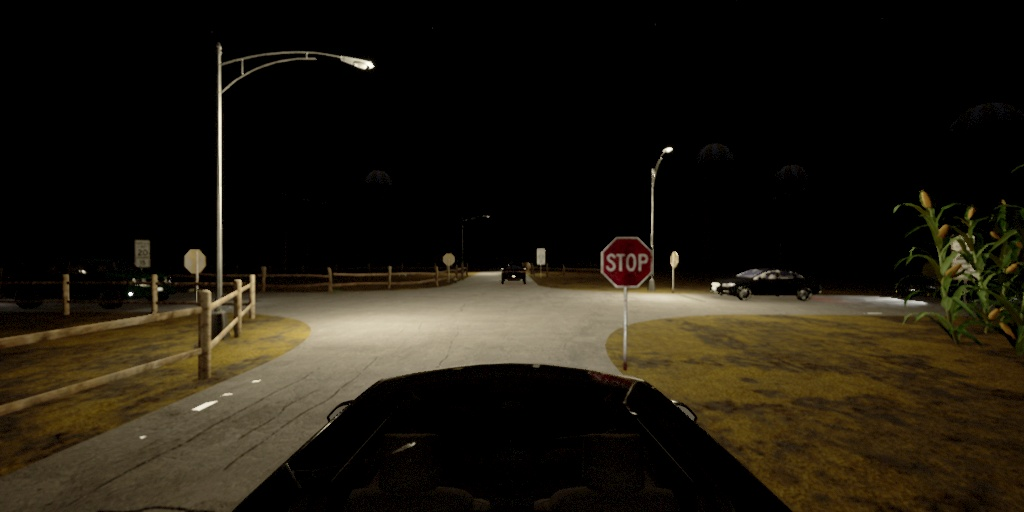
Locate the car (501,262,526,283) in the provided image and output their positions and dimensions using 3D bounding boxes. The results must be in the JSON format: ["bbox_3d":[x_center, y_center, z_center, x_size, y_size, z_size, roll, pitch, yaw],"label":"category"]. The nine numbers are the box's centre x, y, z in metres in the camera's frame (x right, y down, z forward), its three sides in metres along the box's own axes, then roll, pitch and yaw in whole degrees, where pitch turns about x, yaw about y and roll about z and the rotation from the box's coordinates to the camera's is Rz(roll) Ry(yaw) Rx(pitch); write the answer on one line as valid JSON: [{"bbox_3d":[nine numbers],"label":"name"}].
[{"bbox_3d":[0.139,1.424,29.980,1.882,1.535,5.008,0,0,0],"label":"car"}]

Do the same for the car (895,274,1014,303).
[{"bbox_3d":[22.019,1.551,17.958,4.181,1.385,1.994,1,1,0],"label":"car"}]

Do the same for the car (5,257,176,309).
[{"bbox_3d":[-17.718,1.065,15.216,5.566,2.045,2.150,0,1,0],"label":"car"}]

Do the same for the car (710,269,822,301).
[{"bbox_3d":[12.621,1.391,18.008,4.902,1.511,2.128,0,1,0],"label":"car"}]
